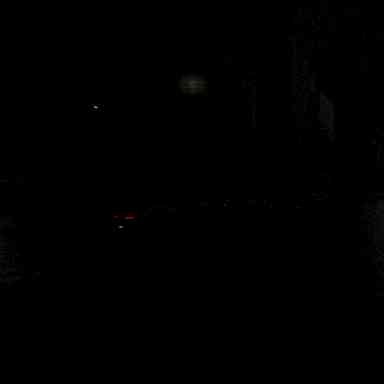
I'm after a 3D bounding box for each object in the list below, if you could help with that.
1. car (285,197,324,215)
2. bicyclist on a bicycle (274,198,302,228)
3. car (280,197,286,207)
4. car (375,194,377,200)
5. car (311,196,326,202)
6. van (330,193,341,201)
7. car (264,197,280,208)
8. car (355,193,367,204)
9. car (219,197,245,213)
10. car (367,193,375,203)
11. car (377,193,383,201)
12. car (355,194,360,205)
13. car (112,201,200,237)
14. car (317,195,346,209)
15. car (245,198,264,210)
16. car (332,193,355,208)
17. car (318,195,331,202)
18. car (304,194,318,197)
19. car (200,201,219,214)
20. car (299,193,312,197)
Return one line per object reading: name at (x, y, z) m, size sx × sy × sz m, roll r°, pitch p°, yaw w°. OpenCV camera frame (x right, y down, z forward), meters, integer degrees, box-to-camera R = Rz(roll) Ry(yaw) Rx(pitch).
car at (10.726, 1.425, 31.520) m, size 1.947 × 1.339 × 4.313 m, roll 0°, pitch 0°, yaw 35°
bicyclist on a bicycle at (5.263, 1.177, 18.418) m, size 1.656 × 1.620 × 0.582 m, roll -1°, pitch 0°, yaw 35°
car at (13.342, 1.456, 50.288) m, size 1.947 × 1.339 × 4.313 m, roll 0°, pitch 0°, yaw 35°
car at (36.485, 1.303, 68.759) m, size 1.752 × 1.417 × 4.829 m, roll -1°, pitch 0°, yaw 35°
car at (26.177, 1.419, 68.840) m, size 1.947 × 1.339 × 4.313 m, roll 0°, pitch 0°, yaw 35°
van at (35.799, 1.187, 82.755) m, size 1.690 × 1.788 × 3.998 m, roll -1°, pitch 0°, yaw 35°
car at (10.037, 1.427, 45.509) m, size 1.752 × 1.417 × 4.829 m, roll 0°, pitch 0°, yaw 35°
car at (26.764, 1.119, 54.707) m, size 2.192 × 1.841 × 5.009 m, roll 0°, pitch 0°, yaw 35°
car at (3.716, 1.367, 36.374) m, size 1.967 × 1.590 × 4.097 m, roll 0°, pitch 0°, yaw 35°
car at (33.180, 1.100, 63.983) m, size 2.192 × 1.841 × 5.009 m, roll 0°, pitch 0°, yaw 35°
car at (42.804, 1.360, 77.893) m, size 1.802 × 1.307 × 4.206 m, roll -1°, pitch 0°, yaw 35°
car at (23.557, 1.379, 50.069) m, size 1.947 × 1.339 × 4.313 m, roll 0°, pitch 0°, yaw 35°
car at (-1.969, 1.429, 17.686) m, size 2.128 × 1.511 × 4.902 m, roll -1°, pitch 0°, yaw 35°
car at (17.141, 1.378, 40.795) m, size 1.887 × 1.381 × 4.507 m, roll 0°, pitch 0°, yaw 35°
car at (6.926, 1.495, 41.012) m, size 1.802 × 1.307 × 4.206 m, roll 0°, pitch 0°, yaw 35°
car at (20.348, 1.137, 45.433) m, size 2.192 × 1.841 × 5.009 m, roll 0°, pitch 0°, yaw 35°
car at (29.384, 1.428, 73.477) m, size 1.802 × 1.307 × 4.206 m, roll 0°, pitch 0°, yaw 35°
car at (17.067, 1.372, 45.206) m, size 1.812 × 1.442 × 4.674 m, roll -1°, pitch 0°, yaw 35°
car at (0.510, 1.525, 31.736) m, size 1.802 × 1.307 × 4.206 m, roll 0°, pitch 0°, yaw 35°
car at (19.759, 1.416, 59.564) m, size 1.887 × 1.381 × 4.507 m, roll 0°, pitch 0°, yaw 35°
